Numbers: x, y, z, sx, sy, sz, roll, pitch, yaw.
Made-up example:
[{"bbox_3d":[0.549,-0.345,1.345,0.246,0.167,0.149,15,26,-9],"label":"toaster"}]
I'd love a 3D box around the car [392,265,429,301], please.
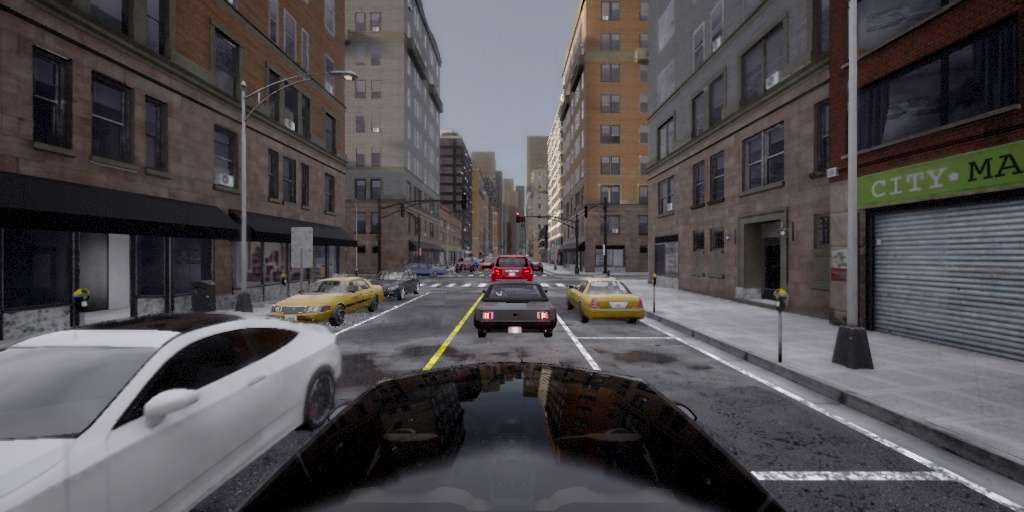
[{"bbox_3d":[-5.665,1.302,17.284,2.007,1.370,4.403,0,0,0],"label":"car"}]

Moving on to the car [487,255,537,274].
[{"bbox_3d":[0.004,0.973,19.936,2.150,2.045,5.566,0,0,0],"label":"car"}]

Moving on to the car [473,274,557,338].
[{"bbox_3d":[0.083,1.351,10.166,1.895,1.301,4.718,0,0,0],"label":"car"}]

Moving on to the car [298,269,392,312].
[{"bbox_3d":[-5.666,1.276,11.589,1.751,1.417,4.829,0,0,0],"label":"car"}]

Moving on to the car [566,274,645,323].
[{"bbox_3d":[2.859,1.276,11.927,1.751,1.417,4.829,0,0,0],"label":"car"}]

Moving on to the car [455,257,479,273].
[{"bbox_3d":[-5.660,1.076,44.058,2.192,1.841,5.009,0,0,0],"label":"car"}]

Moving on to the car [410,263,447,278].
[{"bbox_3d":[-8.673,1.311,32.891,5.357,1.411,2.033,0,0,-14],"label":"car"}]

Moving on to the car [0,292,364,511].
[{"bbox_3d":[-3.100,1.275,2.874,1.812,1.442,4.674,0,0,0],"label":"car"}]

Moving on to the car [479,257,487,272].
[{"bbox_3d":[-3.090,1.115,45.982,2.097,1.767,4.553,0,0,0],"label":"car"}]

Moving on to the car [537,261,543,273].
[{"bbox_3d":[2.865,1.307,44.056,1.888,1.381,4.507,0,0,0],"label":"car"}]
